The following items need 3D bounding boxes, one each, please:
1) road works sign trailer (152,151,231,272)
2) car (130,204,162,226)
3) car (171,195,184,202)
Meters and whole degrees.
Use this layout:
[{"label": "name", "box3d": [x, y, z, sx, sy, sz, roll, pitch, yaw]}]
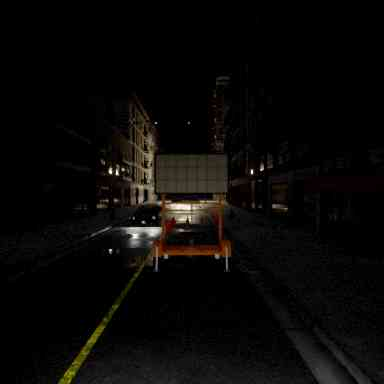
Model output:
[{"label": "road works sign trailer", "box3d": [-0.006, 0.468, 10.826, 2.380, 3.560, 2.880, 0, 0, 0]}, {"label": "car", "box3d": [-3.124, 1.561, 24.040, 2.033, 1.411, 5.357, 0, 0, 0]}, {"label": "car", "box3d": [-3.096, 1.624, 65.418, 1.812, 1.442, 4.674, 0, 0, 1]}]
